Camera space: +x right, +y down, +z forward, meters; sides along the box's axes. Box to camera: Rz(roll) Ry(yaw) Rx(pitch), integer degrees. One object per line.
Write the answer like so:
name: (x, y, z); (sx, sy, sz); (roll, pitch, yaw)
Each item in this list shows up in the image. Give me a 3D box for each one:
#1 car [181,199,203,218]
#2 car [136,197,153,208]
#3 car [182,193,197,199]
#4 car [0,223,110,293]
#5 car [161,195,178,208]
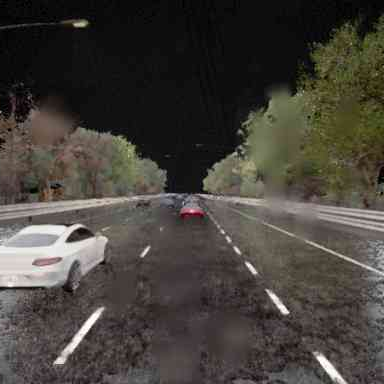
car: (-0.014, 1.575, 30.254); (1.994, 1.385, 4.181); (0, 0, 0)
car: (-7.027, 1.527, 49.277); (1.837, 1.490, 4.892); (0, 0, 0)
car: (-0.026, 1.372, 49.086); (2.097, 1.767, 4.553); (0, 0, 0)
car: (-3.504, 1.528, 8.730); (1.812, 1.442, 4.674); (0, 0, 0)
car: (-3.526, 1.584, 49.213); (1.994, 1.385, 4.181); (0, 0, 0)
